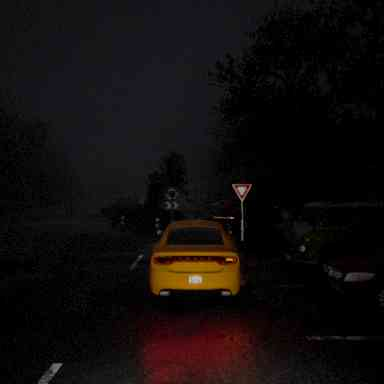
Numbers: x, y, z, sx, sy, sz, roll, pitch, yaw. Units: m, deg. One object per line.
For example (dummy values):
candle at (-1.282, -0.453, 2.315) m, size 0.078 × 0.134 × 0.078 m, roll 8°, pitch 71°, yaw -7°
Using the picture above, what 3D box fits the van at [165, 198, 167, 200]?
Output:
van at (-8.216, 1.326, 72.413) m, size 4.442 × 1.987 × 1.878 m, roll 0°, pitch 0°, yaw 0°

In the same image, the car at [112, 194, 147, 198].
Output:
car at (-8.291, 1.554, 44.661) m, size 5.566 × 2.045 × 2.435 m, roll 0°, pitch 1°, yaw 0°

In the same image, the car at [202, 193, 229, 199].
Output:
car at (4.785, 1.454, 52.964) m, size 5.566 × 2.045 × 2.435 m, roll 0°, pitch 1°, yaw 0°

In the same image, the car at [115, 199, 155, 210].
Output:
car at (-8.135, 1.769, 47.440) m, size 5.366 × 1.575 × 1.946 m, roll 0°, pitch 1°, yaw 0°

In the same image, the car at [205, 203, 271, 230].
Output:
car at (3.113, 1.644, 20.345) m, size 2.128 × 1.511 × 4.902 m, roll -1°, pitch -1°, yaw 40°

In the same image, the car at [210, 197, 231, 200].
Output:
car at (4.795, 1.746, 39.241) m, size 4.553 × 1.767 × 2.185 m, roll 0°, pitch 1°, yaw 0°

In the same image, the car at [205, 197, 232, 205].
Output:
car at (4.781, 1.640, 61.401) m, size 4.792 × 1.488 × 2.163 m, roll 0°, pitch 1°, yaw 0°

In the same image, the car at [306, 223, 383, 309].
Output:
car at (5.044, 1.503, 6.701) m, size 4.674 × 1.452 × 2.002 m, roll 0°, pitch 0°, yaw 0°

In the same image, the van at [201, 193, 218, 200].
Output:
van at (4.854, 1.259, 91.864) m, size 4.442 × 1.987 × 1.878 m, roll 0°, pitch 0°, yaw 0°

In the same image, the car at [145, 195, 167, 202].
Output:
car at (-8.365, 1.562, 77.966) m, size 4.792 × 1.488 × 2.163 m, roll 0°, pitch 0°, yaw 0°

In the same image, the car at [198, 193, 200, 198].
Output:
car at (4.715, 1.272, 80.657) m, size 5.566 × 2.045 × 2.435 m, roll 0°, pitch 0°, yaw 0°

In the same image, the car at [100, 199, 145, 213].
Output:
car at (-8.346, 1.902, 39.112) m, size 4.792 × 1.488 × 2.163 m, roll 0°, pitch 1°, yaw 0°

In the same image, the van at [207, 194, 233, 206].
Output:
van at (4.871, 1.413, 58.628) m, size 4.442 × 1.987 × 1.878 m, roll 0°, pitch 1°, yaw 0°

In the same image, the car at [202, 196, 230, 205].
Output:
car at (4.574, 1.769, 47.428) m, size 5.366 × 1.575 × 1.946 m, roll 0°, pitch 1°, yaw 0°

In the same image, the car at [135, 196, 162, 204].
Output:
car at (-8.335, 1.590, 64.085) m, size 4.892 × 1.521 × 2.231 m, roll 0°, pitch 1°, yaw 0°

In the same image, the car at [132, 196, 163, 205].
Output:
car at (-8.142, 1.608, 61.317) m, size 5.366 × 1.575 × 1.946 m, roll 0°, pitch 1°, yaw 0°

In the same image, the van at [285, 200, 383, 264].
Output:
van at (4.916, 1.226, 9.373) m, size 4.442 × 1.987 × 1.878 m, roll -1°, pitch 0°, yaw 0°

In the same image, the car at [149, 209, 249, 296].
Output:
car at (0.069, 1.451, 8.627) m, size 1.882 × 1.535 × 5.008 m, roll 0°, pitch 0°, yaw 0°

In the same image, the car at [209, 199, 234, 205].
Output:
car at (4.760, 1.905, 36.471) m, size 5.008 × 1.535 × 2.097 m, roll 0°, pitch 1°, yaw 0°

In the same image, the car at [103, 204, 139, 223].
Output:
car at (-4.745, 1.912, 27.842) m, size 4.718 × 1.301 × 1.895 m, roll 1°, pitch -4°, yaw -16°

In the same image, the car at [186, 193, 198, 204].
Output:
car at (-0.191, 1.570, 67.321) m, size 1.882 × 1.535 × 5.008 m, roll 0°, pitch 0°, yaw 0°

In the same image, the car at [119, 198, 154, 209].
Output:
car at (-8.315, 1.739, 50.216) m, size 4.892 × 1.521 × 2.231 m, roll 0°, pitch 1°, yaw 0°

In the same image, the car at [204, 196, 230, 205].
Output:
car at (4.780, 1.619, 64.040) m, size 4.792 × 1.488 × 2.163 m, roll 0°, pitch 0°, yaw 0°

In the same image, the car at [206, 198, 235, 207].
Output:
car at (4.727, 1.701, 55.736) m, size 4.792 × 1.488 × 2.163 m, roll 0°, pitch 1°, yaw 0°

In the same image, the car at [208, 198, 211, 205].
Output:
car at (4.733, 1.869, 41.888) m, size 4.792 × 1.488 × 2.163 m, roll 0°, pitch 1°, yaw 0°

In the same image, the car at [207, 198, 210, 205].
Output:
car at (4.758, 1.846, 44.658) m, size 4.674 × 1.452 × 2.002 m, roll 0°, pitch 1°, yaw 0°

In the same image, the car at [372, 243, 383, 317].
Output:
car at (5.043, 1.516, 3.916) m, size 4.674 × 1.452 × 2.002 m, roll 0°, pitch 0°, yaw 0°
